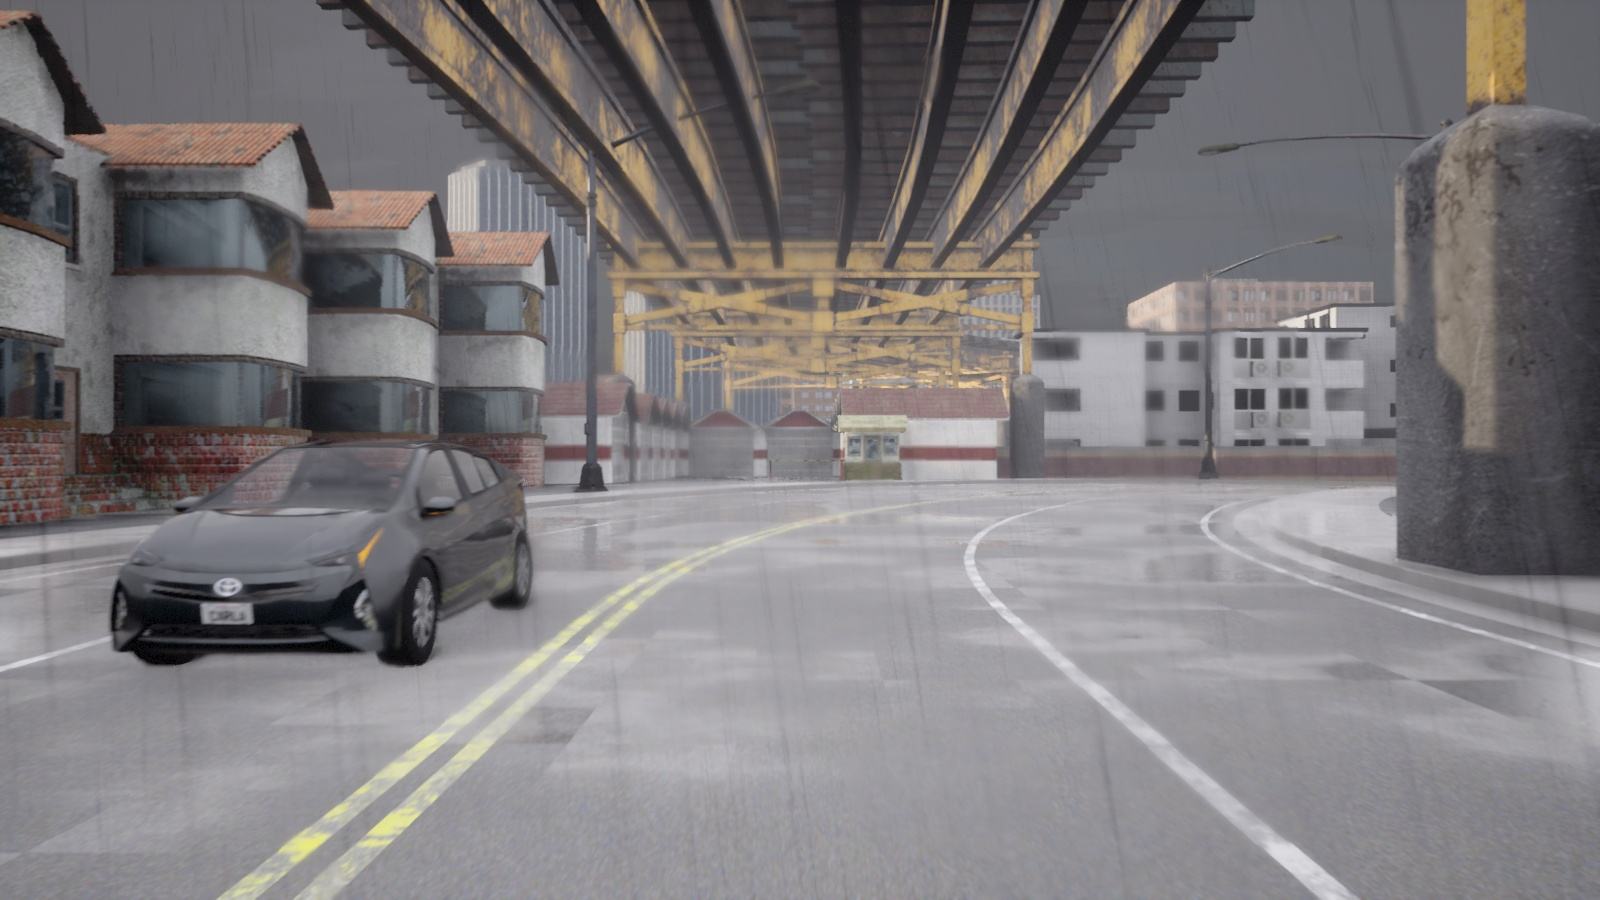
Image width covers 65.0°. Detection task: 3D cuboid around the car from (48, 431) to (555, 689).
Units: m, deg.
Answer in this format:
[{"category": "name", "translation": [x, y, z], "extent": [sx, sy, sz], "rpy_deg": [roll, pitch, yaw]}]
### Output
[{"category": "car", "translation": [-3.409, 0.637, 9.718], "extent": [2.007, 1.525, 4.514], "rpy_deg": [0, 0, 2]}]
